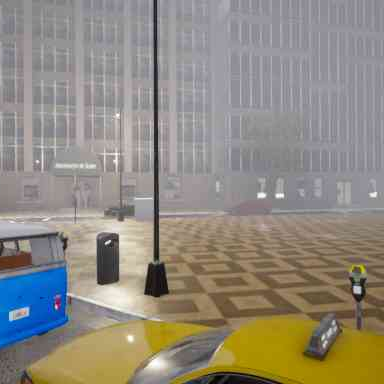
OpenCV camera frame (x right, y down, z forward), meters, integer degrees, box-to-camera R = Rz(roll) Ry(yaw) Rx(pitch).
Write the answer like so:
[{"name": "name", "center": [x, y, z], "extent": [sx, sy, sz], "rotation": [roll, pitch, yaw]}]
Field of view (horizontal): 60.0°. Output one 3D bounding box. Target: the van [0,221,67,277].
[{"name": "van", "center": [-3.745, 1.343, 5.387], "extent": [3.998, 1.788, 1.690], "rotation": [0, 0, 35]}]

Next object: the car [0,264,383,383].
[{"name": "car", "center": [0.627, 1.526, 2.279], "extent": [4.829, 1.417, 1.752], "rotation": [0, 0, 35]}]

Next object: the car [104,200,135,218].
[{"name": "car", "center": [-5.186, 1.396, 27.514], "extent": [4.181, 1.385, 1.994], "rotation": [0, 0, -14]}]

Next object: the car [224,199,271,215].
[{"name": "car", "center": [4.998, 1.316, 30.054], "extent": [4.181, 1.385, 1.994], "rotation": [0, 0, -14]}]
